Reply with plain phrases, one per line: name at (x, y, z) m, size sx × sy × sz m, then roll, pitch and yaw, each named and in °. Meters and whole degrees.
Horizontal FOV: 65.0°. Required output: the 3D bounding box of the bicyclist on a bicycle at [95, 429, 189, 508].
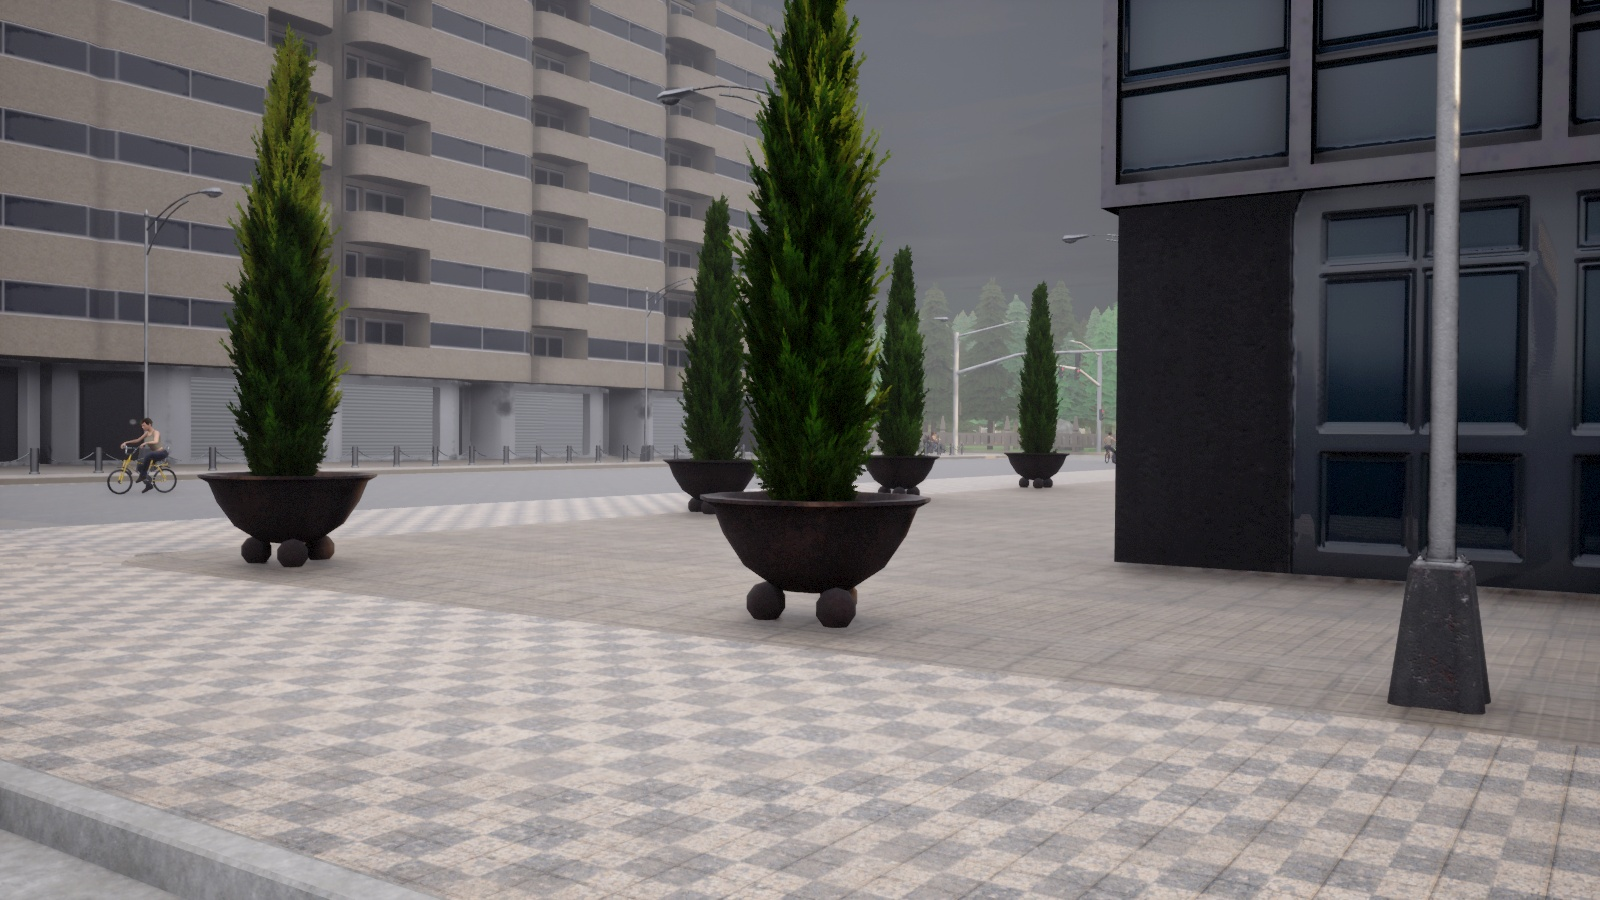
bicyclist on a bicycle at (-13.916, 0.375, 26.601) m, size 0.866 × 1.612 × 1.509 m, roll 0°, pitch 1°, yaw 34°
